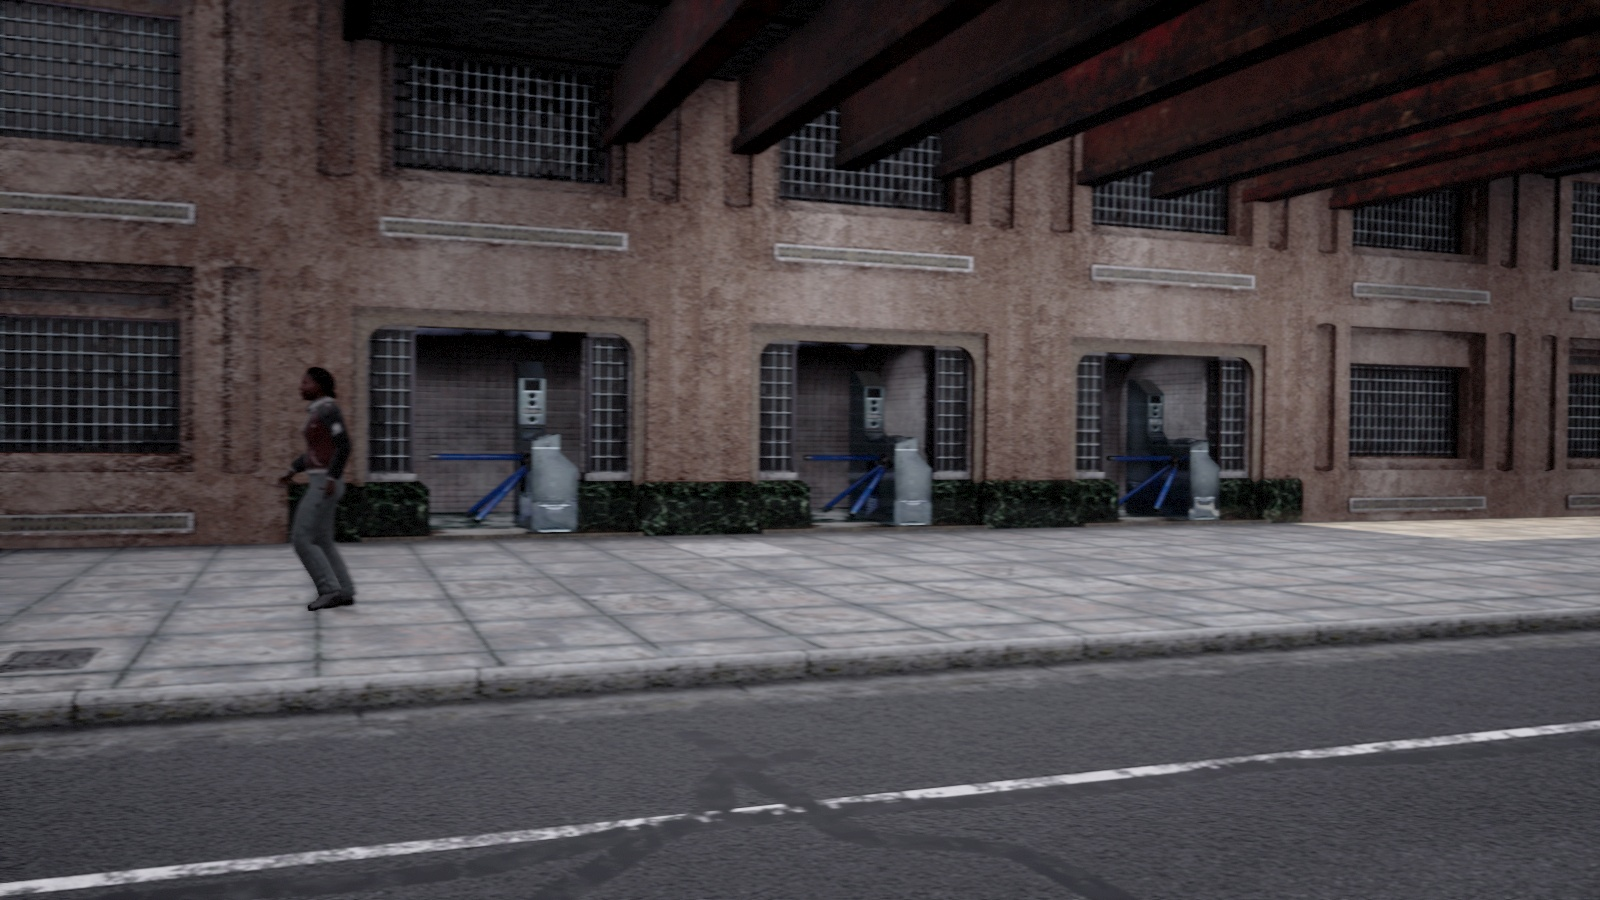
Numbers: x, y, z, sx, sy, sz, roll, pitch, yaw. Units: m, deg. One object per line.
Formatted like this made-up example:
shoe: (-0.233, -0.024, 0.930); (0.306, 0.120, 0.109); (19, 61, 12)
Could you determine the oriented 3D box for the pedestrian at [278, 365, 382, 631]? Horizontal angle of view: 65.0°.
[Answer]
pedestrian: (-3.527, 0.339, 9.424); (0.666, 1.930, 0.402); (-1, 1, -27)
